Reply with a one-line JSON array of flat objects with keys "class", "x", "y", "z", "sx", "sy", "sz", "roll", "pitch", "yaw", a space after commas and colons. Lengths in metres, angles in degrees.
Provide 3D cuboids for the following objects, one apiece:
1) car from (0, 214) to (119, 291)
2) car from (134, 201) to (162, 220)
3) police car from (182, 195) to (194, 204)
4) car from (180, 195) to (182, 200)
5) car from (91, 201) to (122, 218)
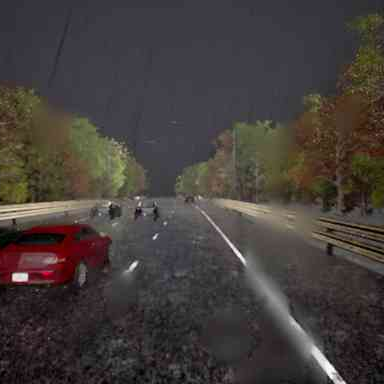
[{"class": "car", "x": -3.441, "y": 1.536, "z": 8.937, "sx": 1.812, "sy": 1.442, "sz": 4.674, "roll": 0, "pitch": 0, "yaw": 0}, {"class": "car", "x": -3.690, "y": 1.541, "z": 28.252, "sx": 2.128, "sy": 1.511, "sz": 4.902, "roll": 0, "pitch": 0, "yaw": -1}, {"class": "police car", "x": -0.535, "y": 1.642, "z": 68.685, "sx": 1.930, "sy": 1.638, "sz": 5.238, "roll": 0, "pitch": 0, "yaw": -3}, {"class": "car", "x": -1.356, "y": 1.771, "z": 84.849, "sx": 1.801, "sy": 1.575, "sz": 5.366, "roll": 0, "pitch": 0, "yaw": -3}, {"class": "car", "x": -7.193, "y": 1.542, "z": 28.277, "sx": 2.128, "sy": 1.511, "sz": 4.902, "roll": 0, "pitch": 0, "yaw": -1}]
